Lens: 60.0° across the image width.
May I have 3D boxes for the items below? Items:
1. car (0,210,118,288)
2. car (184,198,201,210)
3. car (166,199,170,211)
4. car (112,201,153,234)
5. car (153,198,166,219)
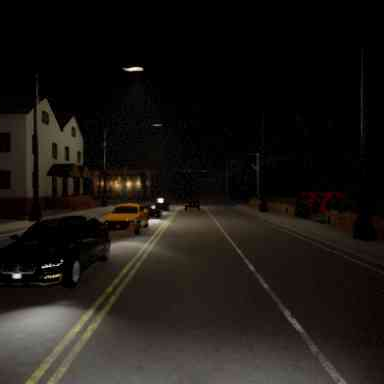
[{"bbox_3d":[-3.602,1.469,9.268,1.837,1.490,4.892,0,0,0],"label":"car"},{"bbox_3d":[0.050,1.408,40.310,2.033,1.411,5.357,0,0,0],"label":"car"},{"bbox_3d":[-3.566,1.414,38.069,2.033,1.411,5.357,0,0,0],"label":"car"},{"bbox_3d":[-3.604,1.410,18.764,1.882,1.535,5.008,0,0,0],"label":"car"},{"bbox_3d":[-3.597,1.464,28.110,1.994,1.385,4.181,0,0,0],"label":"car"}]
